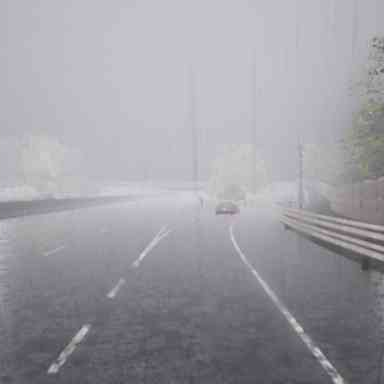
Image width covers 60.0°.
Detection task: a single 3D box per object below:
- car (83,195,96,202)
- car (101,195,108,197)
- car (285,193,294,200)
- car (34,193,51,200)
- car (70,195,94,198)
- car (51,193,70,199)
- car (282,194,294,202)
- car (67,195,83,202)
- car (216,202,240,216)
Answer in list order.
[{"bbox_3d":[-24.527,1.541,79.699,1.812,1.442,4.674,0,0,0],"label":"car"},{"bbox_3d":[-21.027,1.517,79.797,1.837,1.490,4.892,0,0,0],"label":"car"},{"bbox_3d":[26.291,1.254,89.464,2.033,1.411,5.357,0,4,19],"label":"car"},{"bbox_3d":[-28.022,1.228,63.418,2.150,2.045,5.566,0,0,0],"label":"car"},{"bbox_3d":[-21.026,1.358,63.695,2.097,1.767,4.553,0,0,0],"label":"car"},{"bbox_3d":[-24.522,1.358,63.523,2.097,1.767,4.553,0,0,0],"label":"car"},{"bbox_3d":[22.663,1.870,79.629,2.033,1.411,5.357,0,3,20],"label":"car"},{"bbox_3d":[-28.027,1.542,79.698,2.128,1.511,4.902,0,0,0],"label":"car"},{"bbox_3d":[3.900,1.786,35.764,1.994,1.385,4.181,0,-2,17],"label":"car"}]
